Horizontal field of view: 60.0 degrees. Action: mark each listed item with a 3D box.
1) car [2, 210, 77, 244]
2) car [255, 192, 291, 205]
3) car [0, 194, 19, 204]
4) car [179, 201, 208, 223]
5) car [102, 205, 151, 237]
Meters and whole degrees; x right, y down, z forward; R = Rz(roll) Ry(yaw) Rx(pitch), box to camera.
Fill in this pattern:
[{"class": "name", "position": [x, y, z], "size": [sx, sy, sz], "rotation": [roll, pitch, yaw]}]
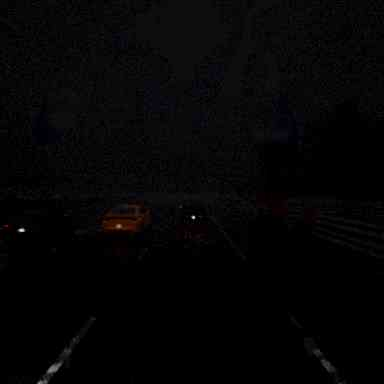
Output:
[{"class": "car", "position": [-6.901, 1.525, 15.507], "size": [1.994, 1.385, 4.181], "rotation": [0, 0, 0]}, {"class": "car", "position": [9.911, 1.003, 41.170], "size": [2.150, 2.045, 5.566], "rotation": [0, -1, -19]}, {"class": "car", "position": [-17.533, 1.154, 29.510], "size": [2.150, 2.045, 5.566], "rotation": [0, 0, 0]}, {"class": "car", "position": [0.099, 1.445, 24.727], "size": [1.837, 1.490, 4.892], "rotation": [0, 0, 0]}, {"class": "car", "position": [-3.401, 1.433, 17.944], "size": [1.882, 1.535, 5.008], "rotation": [0, 0, 0]}]
